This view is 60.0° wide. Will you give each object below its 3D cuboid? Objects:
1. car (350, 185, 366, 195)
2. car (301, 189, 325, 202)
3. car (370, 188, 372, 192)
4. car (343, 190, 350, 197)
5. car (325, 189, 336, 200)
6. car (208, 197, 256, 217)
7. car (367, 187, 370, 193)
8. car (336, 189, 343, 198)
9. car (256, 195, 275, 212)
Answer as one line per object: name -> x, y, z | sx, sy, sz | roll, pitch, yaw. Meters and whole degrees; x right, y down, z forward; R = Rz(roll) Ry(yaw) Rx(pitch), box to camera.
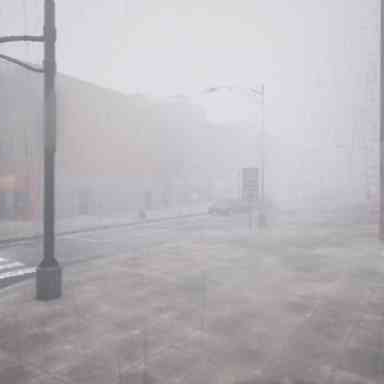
car -> 35.016, -0.422, 70.892 | 2.192, 1.841, 5.009 | 2, 2, 35
car -> 15.763, 0.596, 43.869 | 1.802, 1.307, 4.206 | 2, 3, 35
car -> 44.540, -0.573, 84.277 | 1.752, 1.417, 4.829 | 2, 2, 35
car -> 25.388, 0.200, 57.384 | 1.947, 1.339, 4.313 | 2, 2, 35
car -> 18.972, 0.327, 48.370 | 1.967, 1.590, 4.097 | 2, 2, 35
car -> 2.929, 1.097, 25.848 | 1.947, 1.339, 4.313 | 2, 3, 35
car -> 38.224, -0.544, 75.397 | 2.192, 1.841, 5.009 | 2, 2, 35
car -> 22.179, 0.342, 52.880 | 1.802, 1.307, 4.206 | 2, 2, 35
car -> 6.138, 0.946, 30.352 | 1.887, 1.381, 4.507 | 2, 3, 35
